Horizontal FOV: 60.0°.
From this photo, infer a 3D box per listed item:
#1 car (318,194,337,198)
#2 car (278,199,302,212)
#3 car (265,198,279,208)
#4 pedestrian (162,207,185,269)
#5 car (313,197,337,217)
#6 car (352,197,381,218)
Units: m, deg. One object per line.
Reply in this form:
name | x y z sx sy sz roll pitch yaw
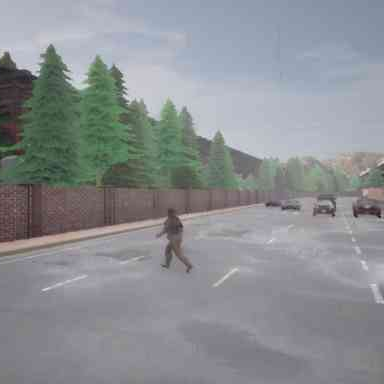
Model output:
car | 16.564 1.221 41.027 2.150 2.045 5.566 0 0 23
car | 11.737 1.564 39.110 1.994 1.385 4.181 0 0 23
car | 11.858 1.601 48.302 1.895 1.301 4.718 0 0 23
pedestrian | -0.524 1.294 9.385 0.375 1.860 0.375 0 0 23
car | 12.637 1.526 31.783 1.812 1.442 4.674 0 0 23
car | 16.033 1.351 30.813 2.097 1.767 4.553 0 0 23
